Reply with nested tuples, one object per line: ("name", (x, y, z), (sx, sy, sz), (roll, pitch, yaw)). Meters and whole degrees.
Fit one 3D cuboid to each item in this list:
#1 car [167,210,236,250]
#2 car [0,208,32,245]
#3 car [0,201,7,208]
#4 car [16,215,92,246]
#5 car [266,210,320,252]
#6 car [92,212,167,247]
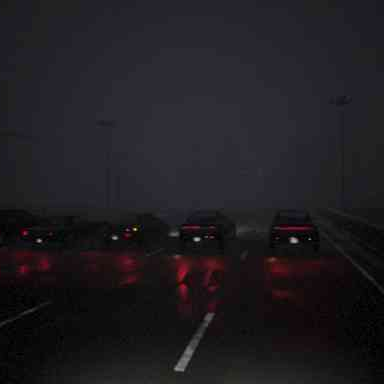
("car", (0.812, 1.569, 14.882), (2.128, 1.511, 4.902), (-1, 0, 15))
("car", (-9.398, 1.625, 17.352), (2.097, 1.767, 4.553), (-1, -1, 15))
("car", (-44.219, 2.774, 73.993), (5.357, 1.411, 2.033), (-1, 0, 15))
("car", (-6.005, 1.810, 16.482), (1.895, 1.301, 4.718), (-1, 0, 15))
("car", (4.196, 1.503, 13.991), (2.128, 1.511, 4.902), (-1, 0, 15))
("car", (-2.551, 1.669, 15.847), (1.812, 1.442, 4.674), (-1, 0, 15))
